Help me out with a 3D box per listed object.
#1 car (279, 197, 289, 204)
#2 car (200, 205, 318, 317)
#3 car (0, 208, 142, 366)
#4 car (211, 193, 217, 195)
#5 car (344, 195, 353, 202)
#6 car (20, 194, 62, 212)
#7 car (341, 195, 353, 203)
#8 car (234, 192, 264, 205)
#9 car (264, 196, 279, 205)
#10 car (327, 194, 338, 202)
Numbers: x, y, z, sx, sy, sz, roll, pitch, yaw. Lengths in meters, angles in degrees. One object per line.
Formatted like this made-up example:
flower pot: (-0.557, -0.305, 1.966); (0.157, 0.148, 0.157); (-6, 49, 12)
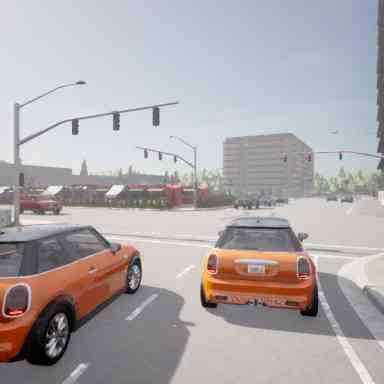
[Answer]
car: (16.665, 1.601, 62.230); (1.895, 1.301, 4.718); (0, 0, 28)
car: (1.618, 1.352, 7.816); (2.097, 1.767, 4.553); (0, 0, 14)
car: (-2.497, 1.352, 6.104); (2.097, 1.767, 4.553); (0, 0, 10)
car: (5.019, 1.209, 86.950); (4.605, 1.855, 1.932); (0, 0, 28)
car: (36.651, 1.500, 77.813); (1.837, 1.490, 4.892); (0, 0, 27)
car: (-16.145, 1.277, 34.771); (5.566, 2.045, 2.150); (0, 0, 28)
car: (32.066, 1.595, 68.988); (1.895, 1.301, 4.718); (0, 0, 27)
car: (7.422, 1.221, 44.553); (2.150, 2.045, 5.566); (0, 0, 27)
car: (12.027, 1.352, 53.395); (2.097, 1.767, 4.553); (0, 0, 28)
car: (33.514, 1.355, 79.366); (2.097, 1.767, 4.553); (0, 0, 27)
